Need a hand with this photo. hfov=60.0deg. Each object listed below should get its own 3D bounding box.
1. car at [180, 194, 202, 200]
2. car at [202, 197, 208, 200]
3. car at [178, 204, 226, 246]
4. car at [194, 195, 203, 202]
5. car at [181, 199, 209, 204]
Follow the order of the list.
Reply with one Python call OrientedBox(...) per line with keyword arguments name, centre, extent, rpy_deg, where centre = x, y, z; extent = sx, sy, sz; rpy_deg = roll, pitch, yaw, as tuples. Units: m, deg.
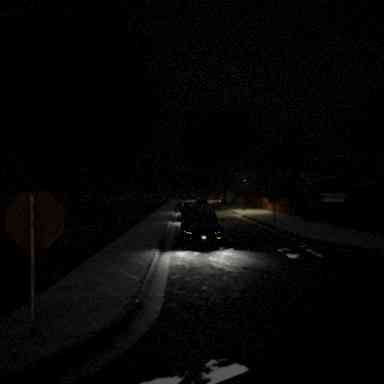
OrientedBox(name="car", centre=(-0.319, 1.322, 42.151), extent=(2.150, 2.045, 5.566), rpy_deg=(-1, 0, -1))
OrientedBox(name="car", centre=(1.978, 1.666, 61.654), extent=(1.895, 1.301, 4.718), rpy_deg=(-1, 0, -2))
OrientedBox(name="car", centre=(0.414, 1.570, 15.763), extent=(1.837, 1.490, 4.892), rpy_deg=(-1, 0, -2))
OrientedBox(name="car", centre=(1.529, 1.560, 77.605), extent=(1.812, 1.442, 4.674), rpy_deg=(-1, 0, -2))
OrientedBox(name="car", centre=(0.047, 1.632, 28.949), extent=(2.033, 1.411, 5.357), rpy_deg=(-1, 0, -2))
